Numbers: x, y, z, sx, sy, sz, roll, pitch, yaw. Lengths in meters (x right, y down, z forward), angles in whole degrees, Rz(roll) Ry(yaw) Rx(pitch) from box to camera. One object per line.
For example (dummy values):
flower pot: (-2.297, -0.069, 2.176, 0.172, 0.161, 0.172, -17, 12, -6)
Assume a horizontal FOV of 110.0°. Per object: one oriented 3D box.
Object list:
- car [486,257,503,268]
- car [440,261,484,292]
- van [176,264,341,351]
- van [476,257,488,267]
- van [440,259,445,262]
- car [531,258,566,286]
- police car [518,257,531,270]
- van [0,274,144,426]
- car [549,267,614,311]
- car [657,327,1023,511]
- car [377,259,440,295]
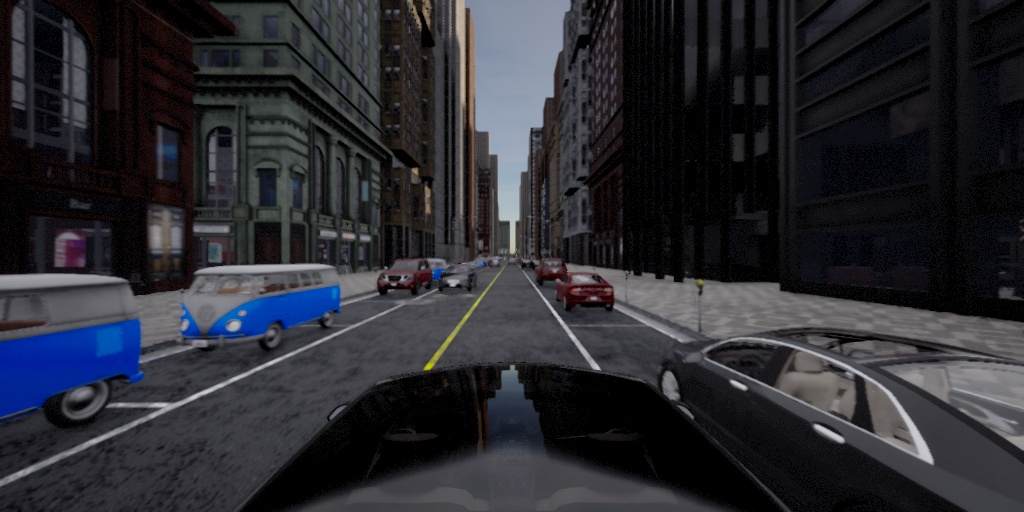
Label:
car: (-3.018, 1.336, 62.600, 1.812, 1.442, 4.674, 0, 0, 1)
car: (-3.095, 1.253, 21.307, 2.128, 1.511, 4.902, 0, 0, 0)
van: (-5.761, 1.095, 8.717, 1.690, 1.789, 3.998, 0, 0, 0)
van: (-5.752, 1.153, 65.083, 1.690, 1.789, 3.998, 0, 0, 0)
van: (-5.758, 1.105, 25.626, 1.690, 1.789, 3.998, 0, 0, 0)
car: (2.767, 1.079, 25.639, 2.192, 1.841, 5.009, 0, 0, 0)
police car: (2.375, 1.223, 55.246, 1.930, 1.638, 5.238, 0, 0, 0)
van: (-5.762, 1.092, 3.081, 1.690, 1.789, 3.998, 0, 0, 0)
car: (2.765, 1.301, 14.367, 1.888, 1.381, 4.507, 0, 0, 0)
car: (2.763, 1.301, 3.095, 2.007, 1.370, 4.403, 0, 0, 0)
car: (-5.759, 1.075, 19.990, 2.192, 1.841, 5.009, 0, 0, 0)
